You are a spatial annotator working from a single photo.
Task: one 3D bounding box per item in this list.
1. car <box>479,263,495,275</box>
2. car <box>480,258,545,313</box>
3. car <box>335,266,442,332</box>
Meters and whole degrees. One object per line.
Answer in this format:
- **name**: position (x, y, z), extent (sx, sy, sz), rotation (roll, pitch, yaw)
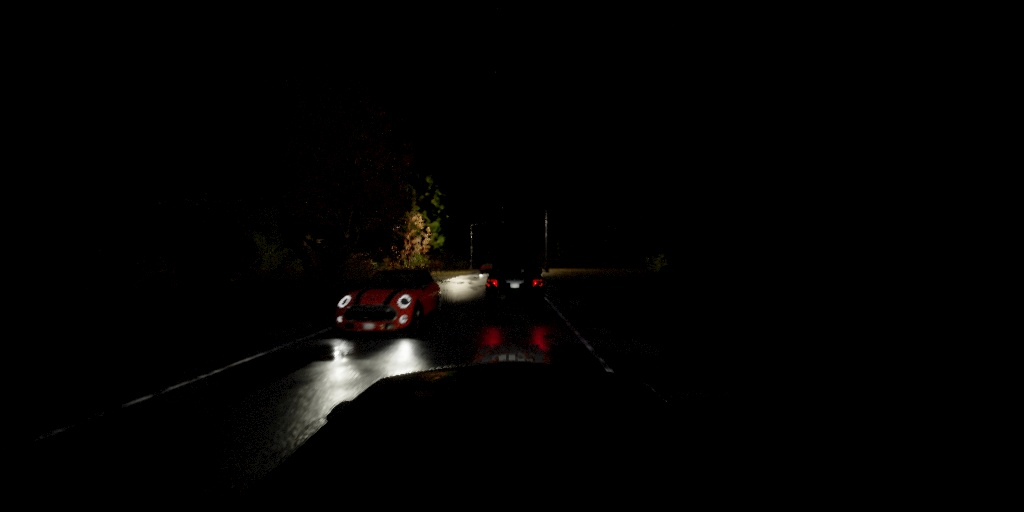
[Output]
- **car**: position (-3.576, 1.849, 52.171), extent (1.882, 1.535, 5.008), rotation (0, -1, 0)
- **car**: position (0.099, 1.118, 14.822), extent (2.150, 2.045, 5.566), rotation (0, 0, 0)
- **car**: position (-3.601, 1.206, 11.278), extent (2.097, 1.767, 4.553), rotation (0, -1, 0)
